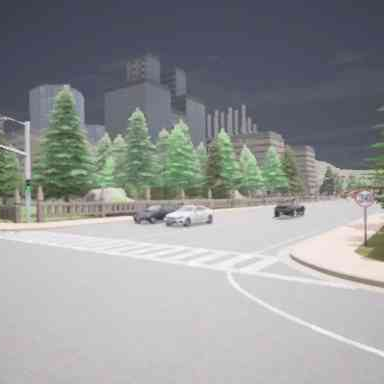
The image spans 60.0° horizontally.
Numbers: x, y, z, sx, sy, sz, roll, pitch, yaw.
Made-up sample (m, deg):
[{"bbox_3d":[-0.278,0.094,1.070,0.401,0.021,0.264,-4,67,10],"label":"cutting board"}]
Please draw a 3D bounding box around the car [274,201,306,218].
[{"bbox_3d":[9.227,1.623,31.223,1.837,1.490,4.892,-1,0,35],"label":"car"}]

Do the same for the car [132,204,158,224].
[{"bbox_3d":[-2.700,1.723,26.784,1.812,1.442,4.674,-1,0,35],"label":"car"}]

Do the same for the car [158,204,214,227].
[{"bbox_3d":[-0.118,1.684,24.374,1.812,1.442,4.674,-1,0,35],"label":"car"}]
